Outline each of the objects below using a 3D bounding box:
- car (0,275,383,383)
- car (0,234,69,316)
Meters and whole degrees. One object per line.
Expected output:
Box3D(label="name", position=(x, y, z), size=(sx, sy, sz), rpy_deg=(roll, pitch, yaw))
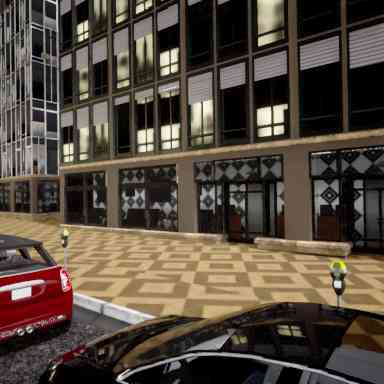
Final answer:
Box3D(label="car", position=(0.652, 1.566, 2.447), size=(4.313, 1.339, 1.947), rpy_deg=(0, -1, 36))
Box3D(label="car", position=(-3.924, 1.441, 5.826), size=(4.097, 1.590, 1.967), rpy_deg=(0, -1, 37))
